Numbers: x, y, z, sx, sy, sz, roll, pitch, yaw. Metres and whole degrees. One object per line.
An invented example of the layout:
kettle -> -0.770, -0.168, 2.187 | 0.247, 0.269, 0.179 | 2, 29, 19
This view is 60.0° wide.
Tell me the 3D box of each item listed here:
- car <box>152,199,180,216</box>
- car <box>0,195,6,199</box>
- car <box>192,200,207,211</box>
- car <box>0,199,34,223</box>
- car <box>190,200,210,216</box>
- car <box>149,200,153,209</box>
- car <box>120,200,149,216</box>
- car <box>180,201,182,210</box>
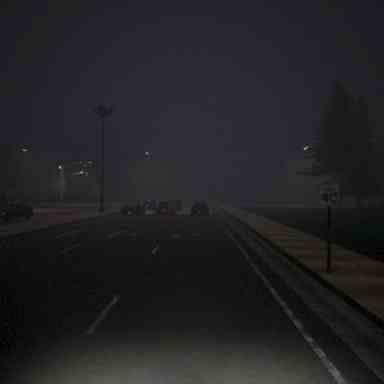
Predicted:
car -> -2.678, 1.688, 35.183 | 1.882, 1.535, 5.008 | 0, 0, 2
car -> -17.969, 1.277, 28.393 | 2.150, 2.045, 5.566 | 0, 0, 1
car -> 1.048, 1.880, 47.238 | 1.994, 1.385, 4.181 | 0, 0, 1
car -> -14.517, 1.559, 26.524 | 2.128, 1.511, 4.902 | 0, 0, 1
car -> 0.828, 1.729, 35.338 | 2.128, 1.511, 4.902 | 0, 0, 2
car -> -5.953, 1.828, 47.111 | 1.994, 1.385, 4.181 | 0, 0, 1
car -> -6.172, 1.788, 35.463 | 1.895, 1.301, 4.718 | 0, 0, 2
car -> -2.442, 1.770, 47.601 | 1.882, 1.535, 5.008 | 0, 0, 1
